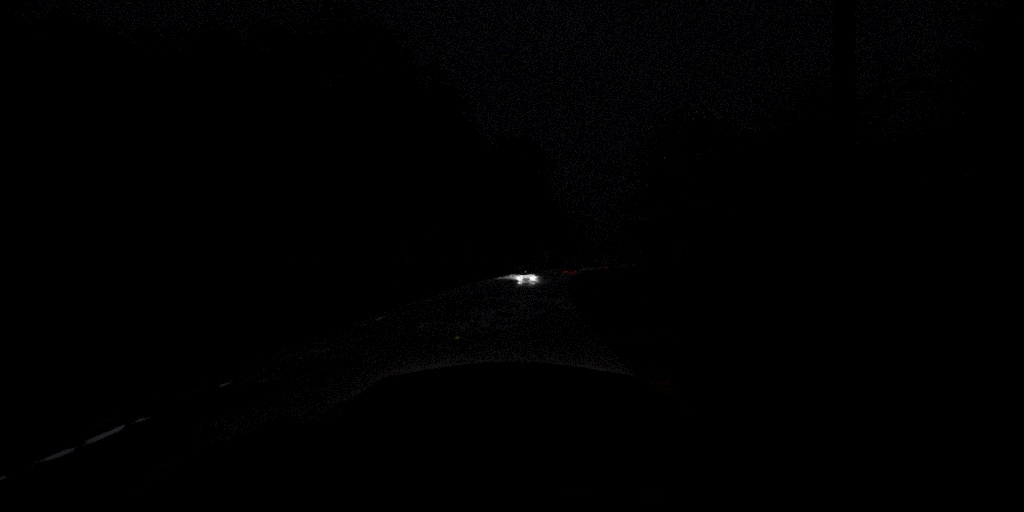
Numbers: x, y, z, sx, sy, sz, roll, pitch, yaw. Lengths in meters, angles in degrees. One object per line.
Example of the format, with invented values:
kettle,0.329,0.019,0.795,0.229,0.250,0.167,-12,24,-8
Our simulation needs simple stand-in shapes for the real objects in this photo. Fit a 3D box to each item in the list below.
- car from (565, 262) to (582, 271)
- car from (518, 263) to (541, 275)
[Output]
car,9.418,1.556,54.311,1.895,1.301,4.718,0,0,20
car,2.026,1.444,41.176,1.895,1.301,4.718,0,0,14
